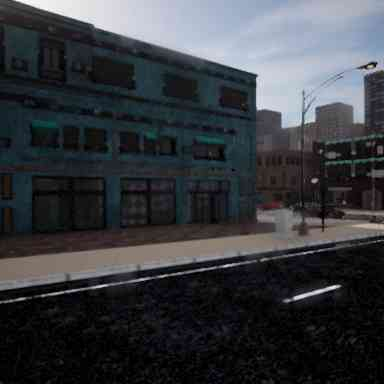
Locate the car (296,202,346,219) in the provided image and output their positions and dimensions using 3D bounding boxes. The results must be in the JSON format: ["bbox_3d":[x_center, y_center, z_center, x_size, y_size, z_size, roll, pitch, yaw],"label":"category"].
[{"bbox_3d":[13.233,2.021,33.589,1.947,1.339,4.313,-1,0,-36],"label":"car"}]

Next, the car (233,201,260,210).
[{"bbox_3d":[8.866,2.231,54.327,1.802,1.307,4.206,-1,0,-36],"label":"car"}]

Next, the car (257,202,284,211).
[{"bbox_3d":[12.083,2.169,49.823,1.802,1.307,4.206,-1,0,-36],"label":"car"}]

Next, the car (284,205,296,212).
[{"bbox_3d":[15.300,2.075,45.319,2.008,1.369,4.403,-1,0,-36],"label":"car"}]
